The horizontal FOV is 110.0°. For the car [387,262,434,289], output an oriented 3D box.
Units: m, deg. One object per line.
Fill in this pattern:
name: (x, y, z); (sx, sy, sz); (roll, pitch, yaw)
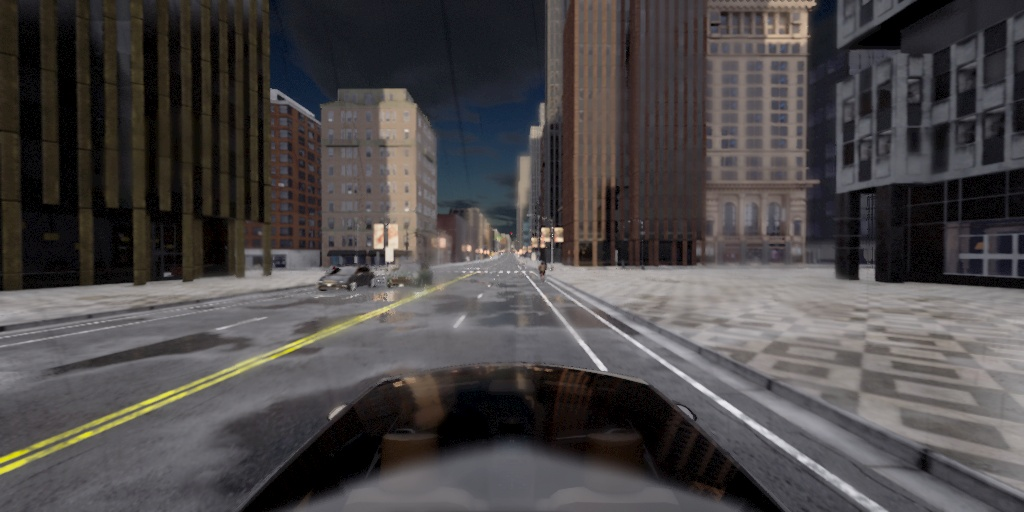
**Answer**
car: (-6.598, 1.186, 23.669); (2.097, 1.767, 4.553); (0, 0, 0)

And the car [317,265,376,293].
car: (-9.848, 1.332, 21.755); (1.837, 1.490, 4.892); (0, 0, 0)

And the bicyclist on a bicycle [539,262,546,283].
bicyclist on a bicycle: (2.252, 1.311, 26.491); (0.582, 1.620, 1.656); (0, 3, 0)
